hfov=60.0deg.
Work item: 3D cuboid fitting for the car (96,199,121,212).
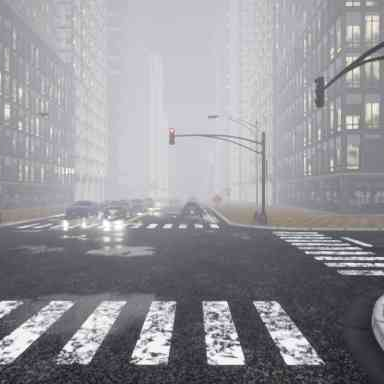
[{"bbox_3d":[-9.861,1.607,39.528,1.994,1.385,4.181,0,0,0],"label":"car"}]

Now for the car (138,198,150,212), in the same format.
[{"bbox_3d":[-6.611,1.521,39.674,1.882,1.535,5.008,0,0,0],"label":"car"}]

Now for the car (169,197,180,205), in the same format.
[{"bbox_3d":[-3.168,1.592,60.025,2.128,1.511,4.902,0,0,0],"label":"car"}]

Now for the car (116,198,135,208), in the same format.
[{"bbox_3d":[-9.854,1.631,49.452,1.994,1.385,4.181,0,0,0],"label":"car"}]

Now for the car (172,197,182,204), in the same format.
[{"bbox_3d":[-3.202,1.703,70.353,1.994,1.385,4.181,0,0,0],"label":"car"}]

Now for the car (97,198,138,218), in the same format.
[{"bbox_3d":[-6.609,1.517,30.147,2.128,1.511,4.902,0,0,0],"label":"car"}]

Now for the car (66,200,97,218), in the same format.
[{"bbox_3d":[-9.863,1.503,30.395,1.882,1.535,5.008,0,0,0],"label":"car"}]

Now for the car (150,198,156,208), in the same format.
[{"bbox_3d":[-6.609,1.594,49.721,1.812,1.442,4.674,0,0,0],"label":"car"}]

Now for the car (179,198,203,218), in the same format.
[{"bbox_3d":[0.034,1.552,30.667,1.812,1.442,4.674,0,0,0],"label":"car"}]

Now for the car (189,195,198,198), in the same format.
[{"bbox_3d":[0.082,1.577,59.746,1.882,1.535,5.008,0,0,0],"label":"car"}]
